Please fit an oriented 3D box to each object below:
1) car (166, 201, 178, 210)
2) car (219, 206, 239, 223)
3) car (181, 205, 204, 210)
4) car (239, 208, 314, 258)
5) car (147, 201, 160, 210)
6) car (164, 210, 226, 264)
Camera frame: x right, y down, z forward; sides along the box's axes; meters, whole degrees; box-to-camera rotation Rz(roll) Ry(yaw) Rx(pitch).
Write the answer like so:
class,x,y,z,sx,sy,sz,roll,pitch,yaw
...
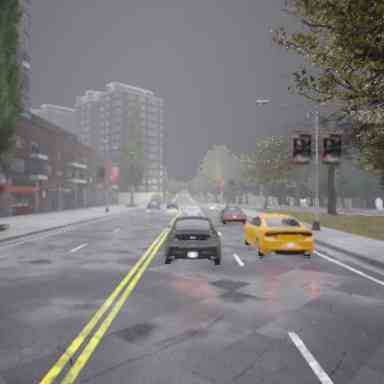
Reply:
class,x,y,z,sx,sy,sz,roll,pitch,yaw
car,-3.316,2.295,56.773,2.033,1.411,5.357,0,-1,1
car,3.293,1.879,27.529,1.994,1.385,4.181,0,-1,0
car,0.048,1.847,28.057,1.812,1.442,4.674,0,-1,1
car,3.303,1.621,13.513,1.882,1.535,5.008,0,0,0
car,-6.571,2.273,56.773,1.812,1.442,4.674,0,-1,0
car,0.045,1.637,12.381,1.837,1.490,4.892,0,0,1
